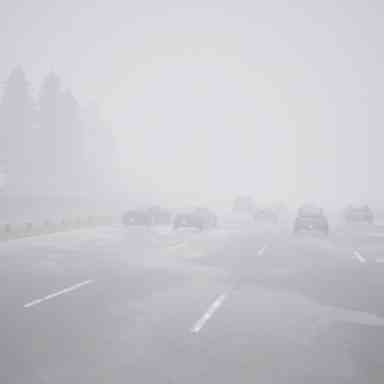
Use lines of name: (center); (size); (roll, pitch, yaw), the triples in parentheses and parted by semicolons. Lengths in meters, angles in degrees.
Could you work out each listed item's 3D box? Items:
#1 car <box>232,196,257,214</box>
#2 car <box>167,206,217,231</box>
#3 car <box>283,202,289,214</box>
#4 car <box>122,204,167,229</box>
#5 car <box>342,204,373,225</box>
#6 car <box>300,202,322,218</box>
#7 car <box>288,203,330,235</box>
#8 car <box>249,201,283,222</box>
car: (6.134, 1.475, 38.038); (2.150, 2.045, 5.566); (0, 0, 20)
car: (0.286, 1.643, 21.545); (1.812, 1.442, 4.674); (0, 0, 20)
car: (10.428, 1.858, 39.682); (1.994, 1.385, 4.181); (0, 0, 20)
car: (-2.919, 1.578, 22.980); (1.882, 1.535, 5.008); (0, 0, 20)
car: (13.366, 1.739, 27.019); (2.128, 1.511, 4.902); (0, 0, 20)
car: (12.745, 1.837, 35.741); (2.033, 1.411, 5.357); (0, 0, 20)
car: (7.171, 1.655, 20.022); (2.128, 1.511, 4.902); (0, 0, 20)
car: (6.359, 1.726, 28.204); (1.812, 1.442, 4.674); (0, 0, 20)
